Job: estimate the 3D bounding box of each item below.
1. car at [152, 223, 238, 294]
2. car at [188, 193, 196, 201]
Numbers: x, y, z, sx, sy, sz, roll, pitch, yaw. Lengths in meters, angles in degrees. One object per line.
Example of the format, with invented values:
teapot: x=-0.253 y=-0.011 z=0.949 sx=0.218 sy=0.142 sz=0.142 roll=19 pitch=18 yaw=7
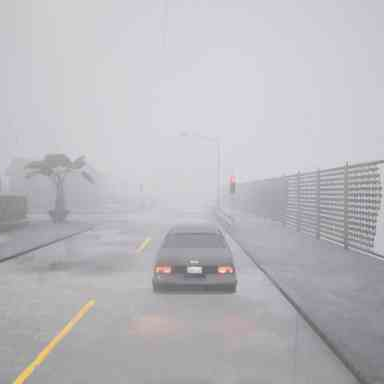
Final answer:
car: x=0.070 y=1.547 z=8.911 sx=2.033 sy=1.411 sz=5.357 roll=0 pitch=0 yaw=1
car: x=0.065 y=1.224 z=87.015 sx=2.150 sy=2.045 sz=5.566 roll=0 pitch=0 yaw=0
